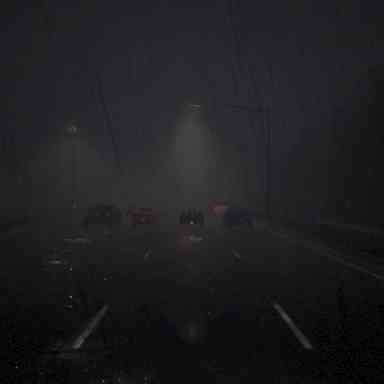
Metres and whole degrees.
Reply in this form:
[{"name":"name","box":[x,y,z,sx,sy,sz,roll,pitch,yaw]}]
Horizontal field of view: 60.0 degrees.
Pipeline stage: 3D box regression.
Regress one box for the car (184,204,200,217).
[{"name":"car","box":[0.040,2.200,40.176,1.895,1.301,4.718,0,-1,1]}]

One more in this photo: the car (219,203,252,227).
[{"name":"car","box":[3.505,1.870,26.279,1.882,1.535,5.008,0,-1,0]}]

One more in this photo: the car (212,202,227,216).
[{"name":"car","box":[3.545,1.959,40.757,2.097,1.767,4.553,0,-1,0]}]

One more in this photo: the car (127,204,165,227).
[{"name":"car","box":[-3.495,1.870,26.301,1.882,1.535,5.008,0,-1,0]}]

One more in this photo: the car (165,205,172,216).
[{"name":"car","box":[-3.461,2.197,40.022,1.895,1.301,4.718,0,-1,1]}]

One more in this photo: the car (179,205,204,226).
[{"name":"car","box":[0.004,2.000,26.733,1.895,1.301,4.718,0,-1,1]}]

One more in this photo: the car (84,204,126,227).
[{"name":"car","box":[-6.994,1.751,26.648,2.097,1.767,4.553,0,-1,0]}]
